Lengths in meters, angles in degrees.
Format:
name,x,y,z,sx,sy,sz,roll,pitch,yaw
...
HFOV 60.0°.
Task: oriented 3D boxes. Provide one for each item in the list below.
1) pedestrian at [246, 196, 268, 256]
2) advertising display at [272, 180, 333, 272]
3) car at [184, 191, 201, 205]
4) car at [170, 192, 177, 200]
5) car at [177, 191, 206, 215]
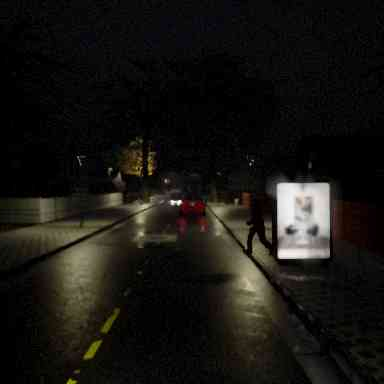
name,x,y,z,sx,sy,sz,roll,pitch,yaw
pedestrian,1.960,1.009,10.058,0.375,1.860,0.375,1,0,-12
advertising display,2.995,0.908,9.031,1.540,2.440,0.280,-1,0,0
car,0.074,0.770,44.771,2.097,1.767,4.553,0,1,0
car,-2.802,0.713,59.503,2.128,1.511,4.902,0,1,1
car,0.075,0.982,28.512,2.097,1.767,4.553,0,1,0
